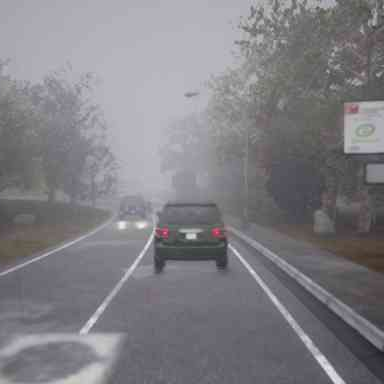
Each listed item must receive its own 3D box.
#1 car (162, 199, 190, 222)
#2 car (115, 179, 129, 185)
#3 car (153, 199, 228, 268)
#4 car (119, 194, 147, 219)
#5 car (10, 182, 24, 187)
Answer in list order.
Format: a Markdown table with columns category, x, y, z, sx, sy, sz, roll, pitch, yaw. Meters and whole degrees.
| category | x | y | z | sx | sy | sz | roll | pitch | yaw |
| --- | --- | --- | --- | --- | --- | --- | --- | --- | --- |
| car | -1.463 | 1.508 | 28.337 | 1.882 | 1.535 | 5.008 | -1 | 1 | -8 |
| car | -20.754 | -2.893 | 92.848 | 4.553 | 1.767 | 2.097 | 1 | 5 | 16 |
| car | -0.075 | 1.260 | 11.515 | 2.150 | 2.045 | 5.566 | 0 | 0 | -1 |
| car | -5.293 | 1.264 | 30.075 | 2.150 | 2.045 | 5.566 | -1 | 1 | -9 |
| car | -42.389 | -2.254 | 82.211 | 2.150 | 2.045 | 5.566 | 2 | 4 | 19 |
